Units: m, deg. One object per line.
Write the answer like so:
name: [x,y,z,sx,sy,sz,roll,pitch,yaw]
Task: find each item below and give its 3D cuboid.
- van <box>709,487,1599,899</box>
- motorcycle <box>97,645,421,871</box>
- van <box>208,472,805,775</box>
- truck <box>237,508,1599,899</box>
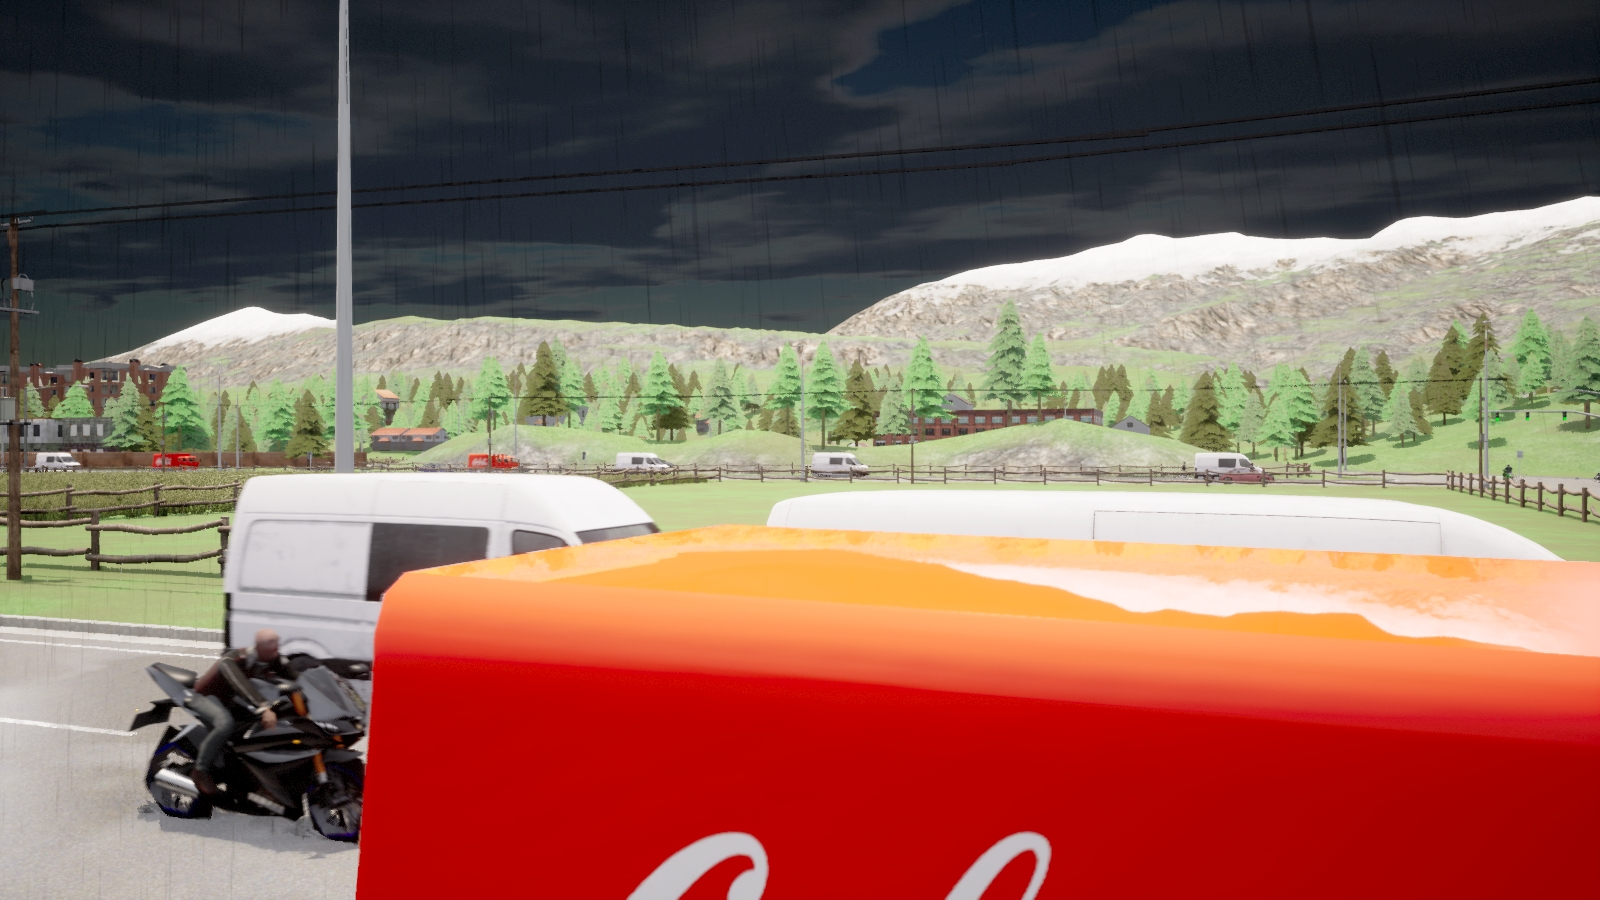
van: [2.633,1.535,6.060,5.915,2.561,1.988,0,0,20]
motorcycle: [-4.010,2.210,8.481,2.209,1.251,0.867,0,0,20]
van: [-3.065,1.539,11.859,5.915,2.561,1.988,0,0,20]
truck: [1.677,1.547,2.759,5.204,2.467,2.627,2,1,21]
